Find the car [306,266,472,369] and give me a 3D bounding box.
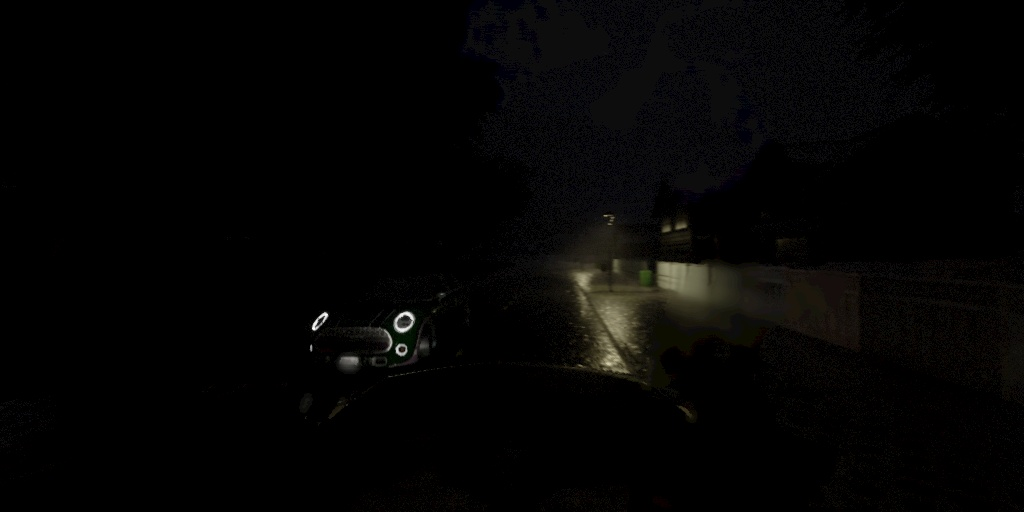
[{"bbox_3d":[-2.390,1.134,8.142,2.097,1.767,4.553,-1,0,8],"label":"car"}]
